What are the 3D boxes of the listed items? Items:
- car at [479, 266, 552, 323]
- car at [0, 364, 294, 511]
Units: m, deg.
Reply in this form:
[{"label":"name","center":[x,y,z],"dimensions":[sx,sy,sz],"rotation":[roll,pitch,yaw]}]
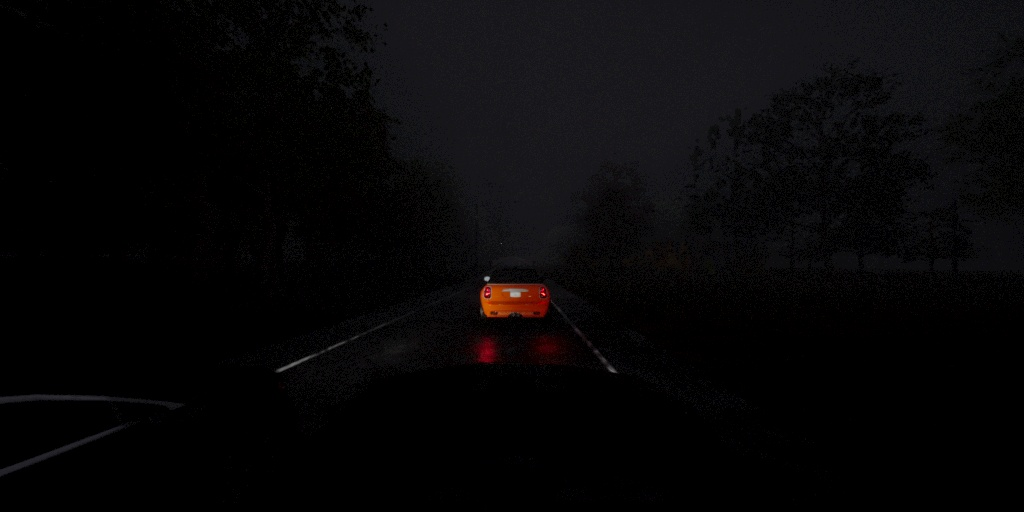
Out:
[{"label":"car","center":[0.097,1.100,12.189],"dimensions":[2.097,1.767,4.553],"rotation":[0,0,0]},{"label":"car","center":[-2.973,1.242,1.344],"dimensions":[2.128,1.511,4.902],"rotation":[0,0,2]}]
